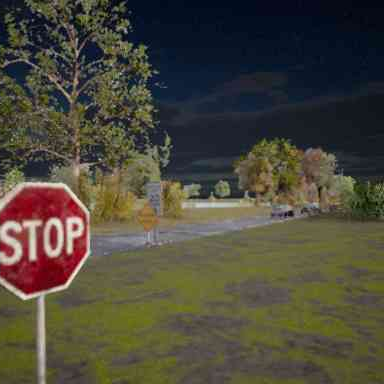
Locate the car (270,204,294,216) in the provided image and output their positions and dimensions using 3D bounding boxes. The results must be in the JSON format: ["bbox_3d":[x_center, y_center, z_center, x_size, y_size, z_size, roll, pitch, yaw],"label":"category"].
[{"bbox_3d":[13.172,2.557,48.496,1.882,1.535,5.008,-2,-2,32],"label":"car"}]

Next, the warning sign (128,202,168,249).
[{"bbox_3d":[-1.882,1.370,14.212,1.300,1.860,1.060,-1,-1,32],"label":"warning sign"}]

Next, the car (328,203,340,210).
[{"bbox_3d":[28.382,2.899,66.048,1.882,1.535,5.008,-2,-2,32],"label":"car"}]

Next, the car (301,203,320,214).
[{"bbox_3d":[18.442,2.467,51.792,2.097,1.767,4.553,-2,-2,32],"label":"car"}]

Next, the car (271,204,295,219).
[{"bbox_3d":[10.805,2.332,39.415,2.128,1.511,4.902,-2,-2,32],"label":"car"}]
